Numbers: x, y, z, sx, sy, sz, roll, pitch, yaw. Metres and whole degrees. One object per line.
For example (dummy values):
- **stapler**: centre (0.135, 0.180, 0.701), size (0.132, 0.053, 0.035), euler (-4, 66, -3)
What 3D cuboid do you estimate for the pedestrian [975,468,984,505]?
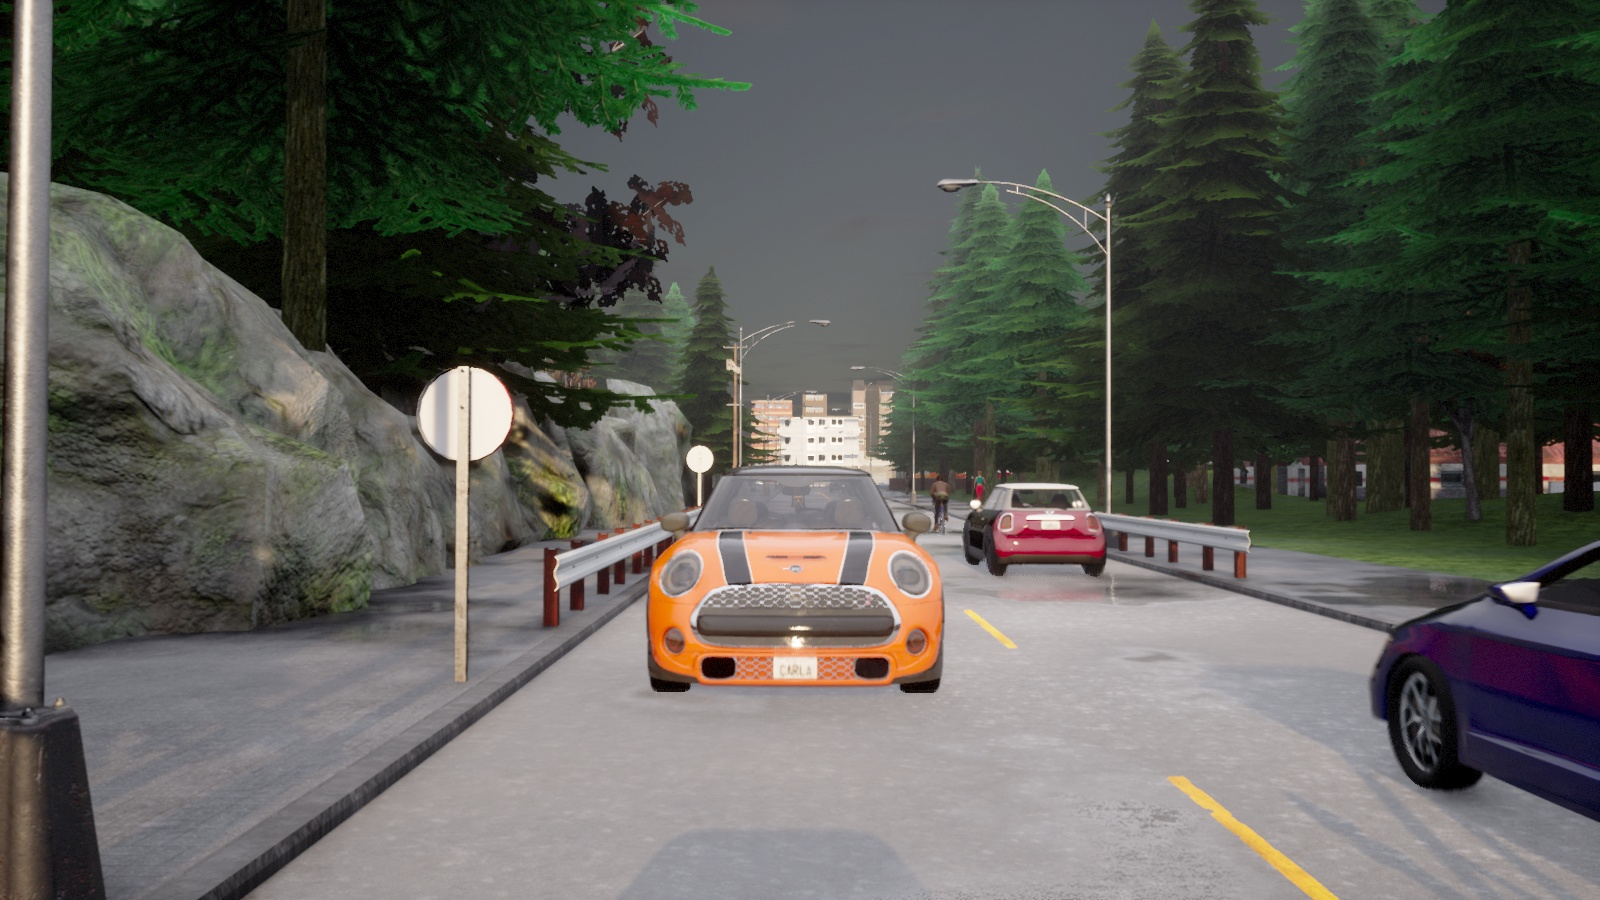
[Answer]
- **pedestrian**: centre (9.077, 1.847, 63.391), size (0.345, 1.836, 0.594), euler (0, -1, -2)

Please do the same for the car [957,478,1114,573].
- **car**: centre (3.943, 1.233, 21.626), size (1.970, 1.475, 3.806), euler (0, -1, 0)

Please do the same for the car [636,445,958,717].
- **car**: centre (-0.029, 0.905, 10.493), size (2.097, 1.767, 4.553), euler (0, -1, 0)

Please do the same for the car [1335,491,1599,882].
- **car**: centre (3.985, 0.929, 5.102), size (1.816, 1.474, 4.193), euler (0, -1, 0)
